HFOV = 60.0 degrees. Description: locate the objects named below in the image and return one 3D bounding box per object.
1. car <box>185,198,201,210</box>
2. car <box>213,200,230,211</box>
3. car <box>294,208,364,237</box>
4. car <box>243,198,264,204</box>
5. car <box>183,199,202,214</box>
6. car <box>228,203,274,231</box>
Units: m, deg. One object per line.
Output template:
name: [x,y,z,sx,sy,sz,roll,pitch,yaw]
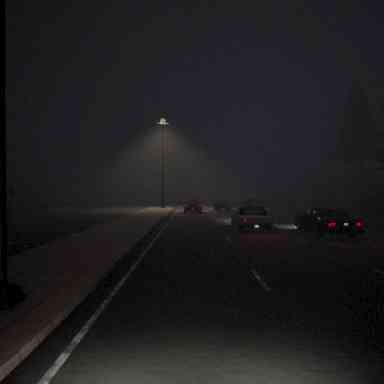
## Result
car: [0.103,1.564,44.603,1.994,1.385,4.181,0,0,0]
car: [3.603,1.601,40.056,1.895,1.301,4.718,0,0,0]
car: [7.102,1.547,17.838,2.033,1.411,5.357,0,0,0]
car: [7.103,1.505,38.534,1.837,1.490,4.892,0,0,0]
car: [0.097,1.526,35.848,1.812,1.442,4.674,0,0,0]
car: [3.602,1.601,20.705,1.895,1.301,4.718,0,0,0]
